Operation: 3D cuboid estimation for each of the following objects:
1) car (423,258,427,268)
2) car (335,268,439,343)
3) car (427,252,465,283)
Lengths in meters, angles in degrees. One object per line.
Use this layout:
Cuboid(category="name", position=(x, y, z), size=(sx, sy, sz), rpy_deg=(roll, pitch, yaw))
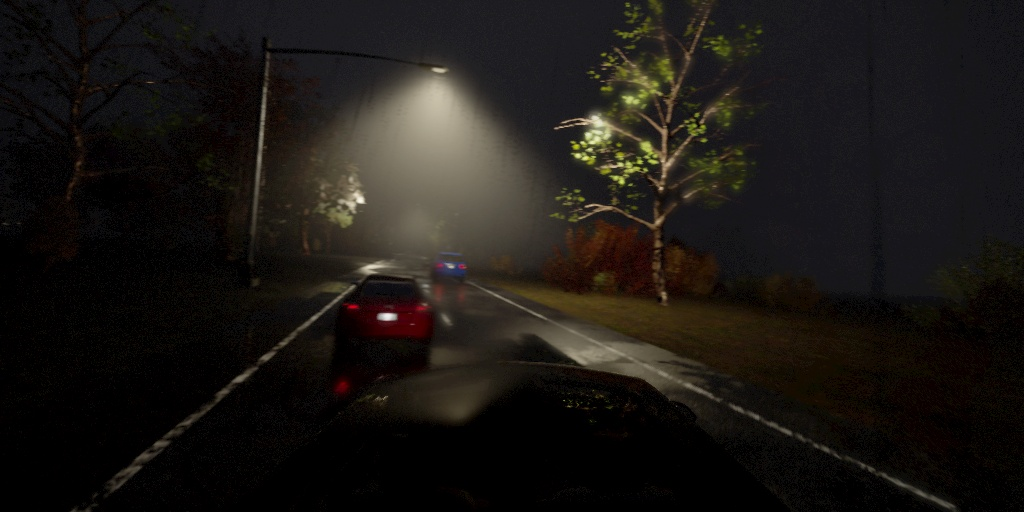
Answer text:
Cuboid(category="car", position=(-9.451, 0.901, 42.314), size=(1.895, 1.301, 4.718), rpy_deg=(5, 0, -16))
Cuboid(category="car", position=(-3.043, 1.123, 8.928), size=(1.994, 1.385, 4.181), rpy_deg=(5, 0, -18))
Cuboid(category="car", position=(-4.789, 0.776, 26.414), size=(2.150, 2.045, 5.566), rpy_deg=(5, 0, -16))
